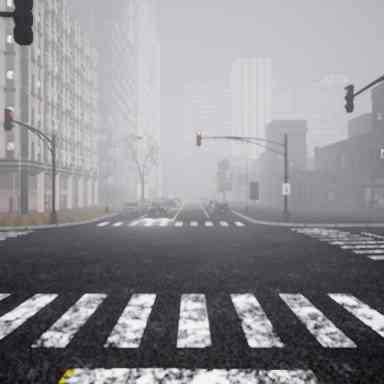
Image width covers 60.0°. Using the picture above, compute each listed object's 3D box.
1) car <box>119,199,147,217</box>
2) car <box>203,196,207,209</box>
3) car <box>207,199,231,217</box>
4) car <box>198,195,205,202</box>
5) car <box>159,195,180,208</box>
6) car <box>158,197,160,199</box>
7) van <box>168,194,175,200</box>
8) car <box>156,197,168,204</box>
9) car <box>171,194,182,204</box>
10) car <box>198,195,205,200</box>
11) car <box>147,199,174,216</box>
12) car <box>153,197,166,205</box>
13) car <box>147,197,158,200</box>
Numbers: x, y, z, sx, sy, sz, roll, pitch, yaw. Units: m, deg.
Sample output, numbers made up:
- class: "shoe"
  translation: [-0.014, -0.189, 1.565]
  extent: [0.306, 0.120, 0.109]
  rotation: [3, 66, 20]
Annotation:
- class: "car"
  translation: [-5.707, 1.583, 31.322]
  extent: [1.802, 1.307, 4.206]
  rotation: [0, 0, 0]
- class: "car"
  translation: [2.668, 1.587, 42.409]
  extent: [1.802, 1.307, 4.206]
  rotation: [0, 0, 0]
- class: "car"
  translation: [2.675, 1.546, 31.326]
  extent: [1.887, 1.381, 4.507]
  rotation: [0, 0, 0]
- class: "car"
  translation: [2.650, 1.580, 75.653]
  extent: [2.008, 1.369, 4.403]
  rotation: [0, 0, 0]
- class: "car"
  translation: [-3.114, 1.570, 47.566]
  extent: [1.994, 1.385, 4.181]
  rotation: [0, 0, 0]
- class: "car"
  translation: [-5.718, 1.560, 53.485]
  extent: [2.008, 1.369, 4.403]
  rotation: [0, 0, 0]
- class: "van"
  translation: [-5.740, 1.390, 92.272]
  extent: [1.690, 1.788, 3.998]
  rotation: [0, 0, 0]
- class: "car"
  translation: [-5.725, 1.583, 64.567]
  extent: [1.947, 1.339, 4.313]
  rotation: [0, 0, 0]
- class: "car"
  translation: [-3.035, 1.629, 65.625]
  extent: [1.994, 1.385, 4.181]
  rotation: [0, 0, 0]
- class: "car"
  translation: [2.641, 1.615, 92.276]
  extent: [1.947, 1.339, 4.313]
  rotation: [0, 0, 0]
- class: "car"
  translation: [-3.116, 1.602, 32.033]
  extent: [1.895, 1.301, 4.718]
  rotation: [0, 0, 0]
- class: "car"
  translation: [-5.722, 1.579, 59.026]
  extent: [1.947, 1.339, 4.313]
  rotation: [0, 0, 0]
- class: "car"
  translation: [-5.713, 1.530, 42.234]
  extent: [1.752, 1.417, 4.829]
  rotation: [0, 0, 0]
